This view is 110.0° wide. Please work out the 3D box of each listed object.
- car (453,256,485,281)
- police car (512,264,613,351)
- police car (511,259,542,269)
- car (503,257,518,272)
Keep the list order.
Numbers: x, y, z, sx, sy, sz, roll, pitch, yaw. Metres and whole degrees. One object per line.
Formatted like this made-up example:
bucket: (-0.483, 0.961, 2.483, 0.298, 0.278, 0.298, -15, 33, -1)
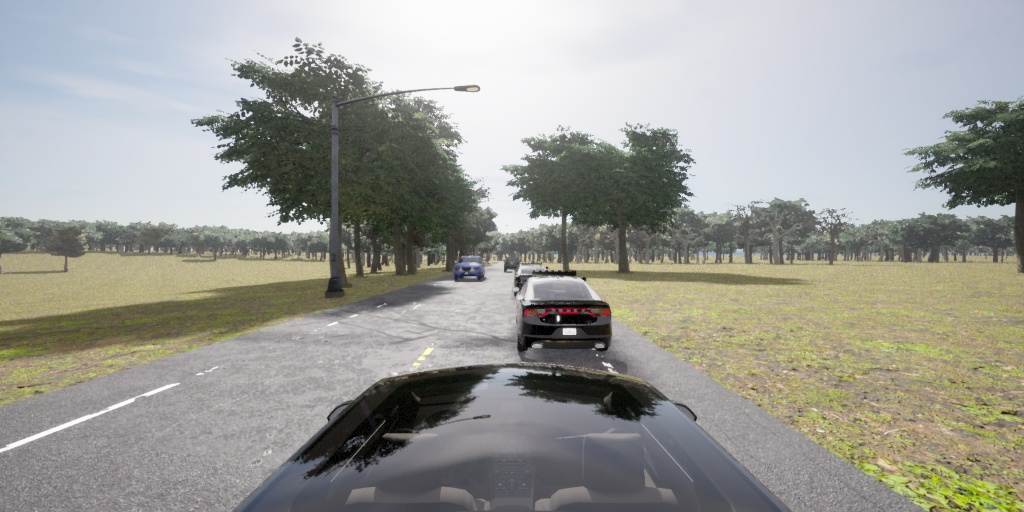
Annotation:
car: (-3.510, 0.991, 30.344, 2.150, 2.045, 5.566, 0, 0, 0)
police car: (1.047, 1.173, 9.117, 1.930, 1.638, 5.238, 0, 0, 0)
police car: (1.043, 1.173, 19.119, 1.930, 1.638, 5.238, 0, 0, 0)
car: (0.014, 1.106, 48.479, 2.150, 2.045, 5.566, 0, -1, 0)
